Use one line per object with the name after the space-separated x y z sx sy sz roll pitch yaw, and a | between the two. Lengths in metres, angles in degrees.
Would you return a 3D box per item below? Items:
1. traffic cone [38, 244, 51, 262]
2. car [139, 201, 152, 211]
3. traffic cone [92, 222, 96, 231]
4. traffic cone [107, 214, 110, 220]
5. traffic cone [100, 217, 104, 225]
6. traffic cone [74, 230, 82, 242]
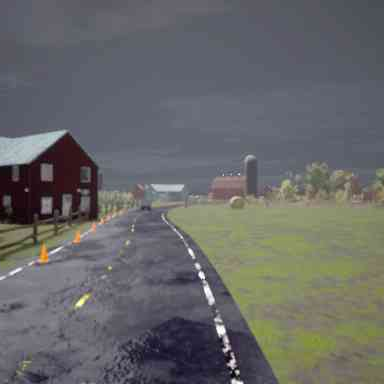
-5.131 2.102 11.554 0.340 0.580 0.340 0 -1 -5 | traffic cone
-7.354 2.197 53.153 2.033 1.411 5.357 0 -1 -7 | car
-6.293 2.219 21.317 0.340 0.580 0.340 0 -1 -9 | traffic cone
-7.854 2.341 31.250 0.340 0.580 0.340 0 -1 -7 | traffic cone
-7.111 2.279 26.221 0.340 0.580 0.340 0 -1 -9 | traffic cone
-5.630 2.160 16.446 0.340 0.580 0.340 0 -1 -7 | traffic cone
